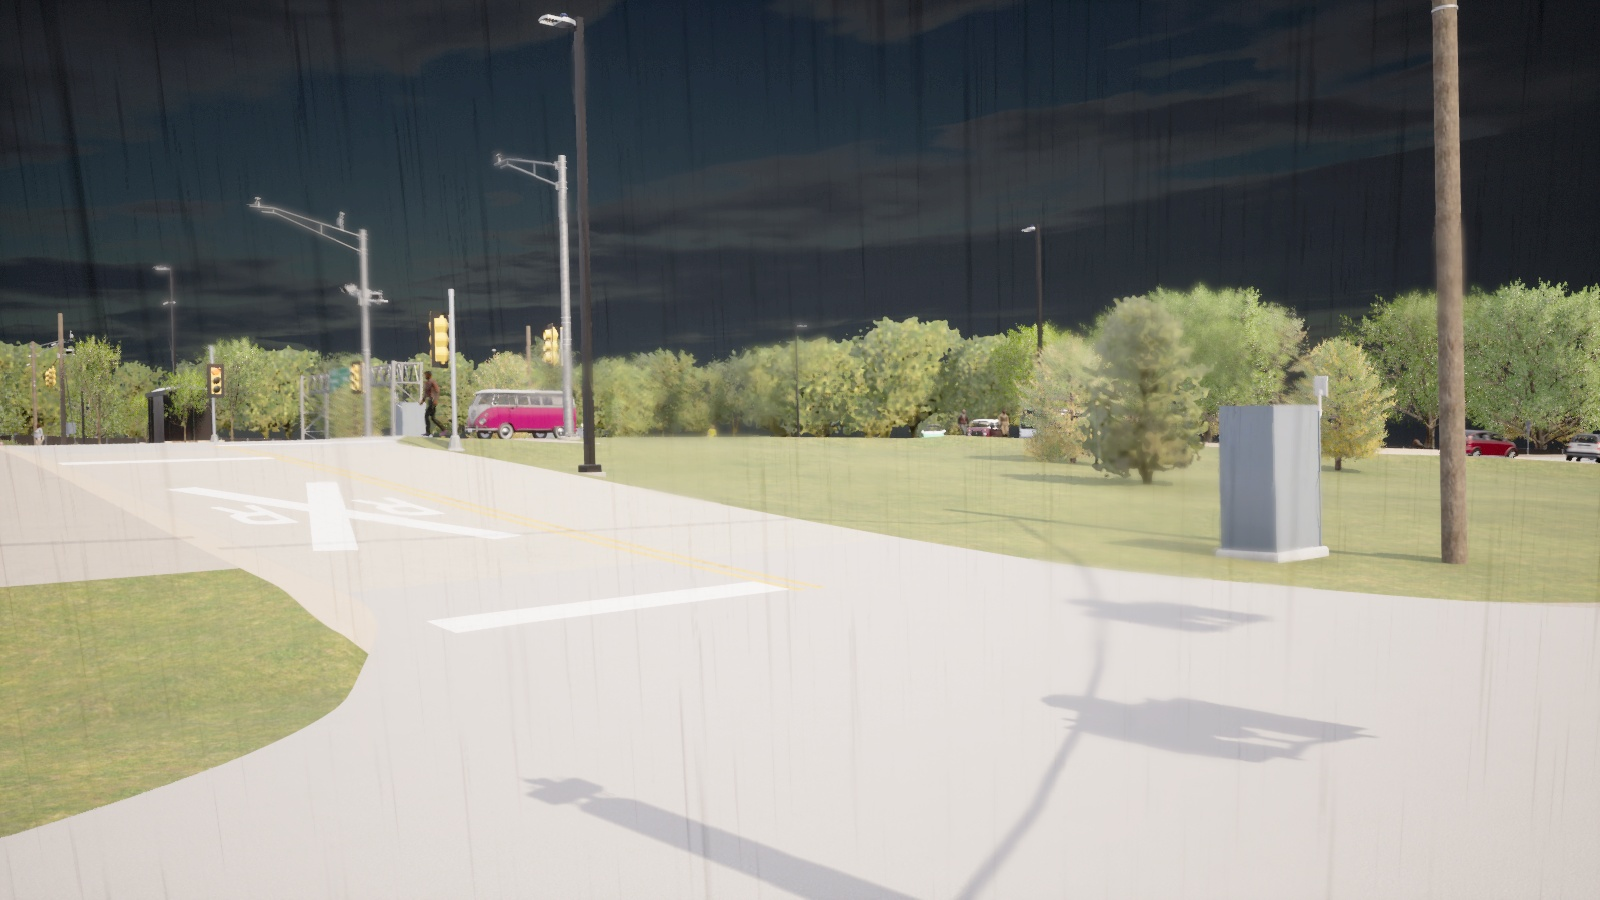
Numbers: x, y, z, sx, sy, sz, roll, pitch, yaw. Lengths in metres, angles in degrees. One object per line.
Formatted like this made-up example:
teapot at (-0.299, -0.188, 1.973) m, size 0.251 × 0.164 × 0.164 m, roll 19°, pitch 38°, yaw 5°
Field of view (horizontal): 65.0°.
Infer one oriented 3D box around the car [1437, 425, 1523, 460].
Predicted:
car at (35.185, -0.401, 64.960) m, size 3.705 × 1.549 × 1.789 m, roll 1°, pitch 7°, yaw -21°

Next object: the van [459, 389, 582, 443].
van at (-10.935, -1.312, 49.343) m, size 1.775 × 1.987 × 4.442 m, roll -1°, pitch 0°, yaw 44°

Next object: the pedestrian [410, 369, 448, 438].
pedestrian at (-9.953, -1.250, 33.730) m, size 0.869 × 1.805 × 0.328 m, roll -2°, pitch 1°, yaw -39°

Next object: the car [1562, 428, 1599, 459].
car at (44.930, -0.332, 71.519) m, size 1.851 × 1.617 × 3.988 m, roll 5°, pitch 2°, yaw 41°

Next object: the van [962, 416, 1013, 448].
van at (13.472, -1.240, 90.104) m, size 2.069 × 2.038 × 4.480 m, roll -1°, pitch -2°, yaw 30°

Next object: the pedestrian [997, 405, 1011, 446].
pedestrian at (9.821, -1.187, 60.522) m, size 0.396 × 1.930 × 0.692 m, roll -2°, pitch 1°, yaw -12°

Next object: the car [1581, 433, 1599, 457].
car at (52.168, -0.324, 80.190) m, size 1.882 × 1.535 × 5.008 m, roll -1°, pitch 1°, yaw 5°

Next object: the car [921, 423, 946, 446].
car at (8.317, -0.945, 78.192) m, size 1.481 × 1.376 × 2.207 m, roll -1°, pitch 0°, yaw 8°

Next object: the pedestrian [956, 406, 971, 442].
pedestrian at (8.493, -1.329, 65.364) m, size 0.376 × 1.854 × 0.720 m, roll -2°, pitch 1°, yaw -26°
